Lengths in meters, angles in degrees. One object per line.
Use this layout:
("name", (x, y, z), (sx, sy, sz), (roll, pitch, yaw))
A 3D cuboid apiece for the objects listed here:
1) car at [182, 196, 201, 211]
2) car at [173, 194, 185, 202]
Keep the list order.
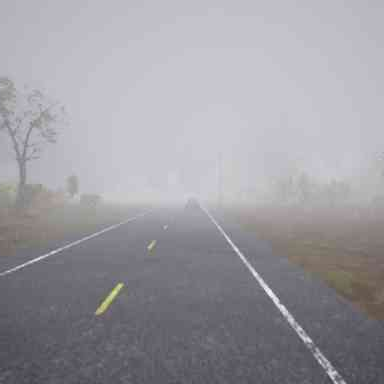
("car", (0.135, 1.602, 43.199), (2.128, 1.511, 4.902), (0, 0, 0))
("car", (-3.436, 1.507, 78.323), (2.097, 1.767, 4.553), (0, 0, 0))
